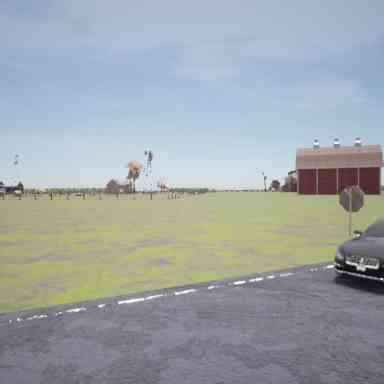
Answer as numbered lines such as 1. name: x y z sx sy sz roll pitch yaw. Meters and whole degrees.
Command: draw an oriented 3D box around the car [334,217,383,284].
1. car: 5.669 1.396 8.709 4.892 1.490 1.837 -1 0 -36
